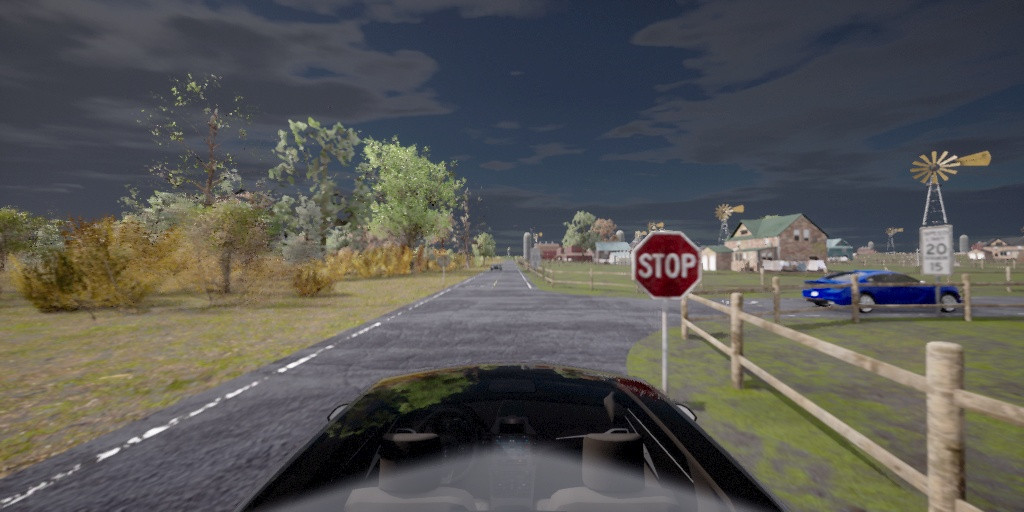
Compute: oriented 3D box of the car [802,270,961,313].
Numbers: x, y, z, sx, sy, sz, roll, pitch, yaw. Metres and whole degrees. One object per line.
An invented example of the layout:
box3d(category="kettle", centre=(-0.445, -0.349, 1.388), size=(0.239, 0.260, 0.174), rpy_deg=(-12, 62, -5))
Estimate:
box3d(category="car", centre=(14.053, 1.290, 13.774), size=(5.008, 1.535, 1.882), rpy_deg=(0, -1, -1))
